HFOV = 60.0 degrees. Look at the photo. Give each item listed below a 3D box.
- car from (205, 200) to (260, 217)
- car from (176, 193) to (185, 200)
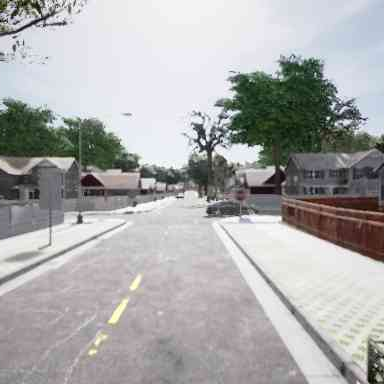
[{"bbox_3d":[3.589,1.469,29.538,4.892,1.490,1.837,-1,0,0],"label":"car"},{"bbox_3d":[-2.742,1.040,78.890,2.033,1.411,5.357,0,0,0],"label":"car"}]
